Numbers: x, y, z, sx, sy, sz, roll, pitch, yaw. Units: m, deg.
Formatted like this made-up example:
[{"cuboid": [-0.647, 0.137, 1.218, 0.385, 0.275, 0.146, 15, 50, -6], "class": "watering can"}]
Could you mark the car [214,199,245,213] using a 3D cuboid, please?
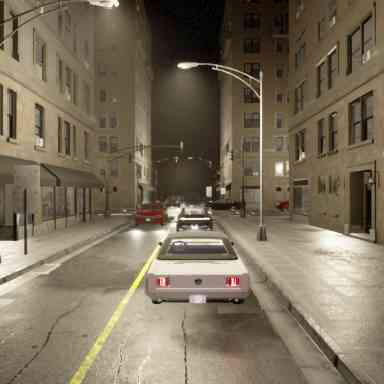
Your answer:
[{"cuboid": [3.522, 1.523, 37.335, 4.902, 1.511, 2.128, 0, 0, 24], "class": "car"}]

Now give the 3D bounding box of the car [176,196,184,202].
[{"cuboid": [-2.734, 1.616, 77.946, 1.812, 1.442, 4.674, 0, 0, 0], "class": "car"}]

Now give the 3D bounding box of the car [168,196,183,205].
[{"cuboid": [-2.834, 1.398, 48.979, 2.097, 1.767, 4.553, 0, 0, 0], "class": "car"}]

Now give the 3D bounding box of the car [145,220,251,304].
[{"cuboid": [0.106, 1.602, 8.074, 1.895, 1.301, 4.718, 0, 0, 0], "class": "car"}]

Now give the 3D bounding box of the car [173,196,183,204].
[{"cuboid": [-2.754, 1.582, 67.658, 1.837, 1.490, 4.892, 0, 0, 1], "class": "car"}]

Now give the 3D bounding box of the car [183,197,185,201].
[{"cuboid": [-2.819, 1.552, 58.190, 2.128, 1.511, 4.902, 0, 0, 0], "class": "car"}]

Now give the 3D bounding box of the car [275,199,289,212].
[{"cuboid": [12.274, 1.354, 38.536, 5.009, 1.841, 2.192, 0, 0, 0], "class": "car"}]

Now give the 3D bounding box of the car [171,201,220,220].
[{"cuboid": [0.109, 1.499, 18.295, 2.128, 1.511, 4.902, 0, 0, -1], "class": "car"}]

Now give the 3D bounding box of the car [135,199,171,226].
[{"cuboid": [-2.746, 1.490, 23.385, 1.882, 1.535, 5.008, 0, 0, 0], "class": "car"}]
